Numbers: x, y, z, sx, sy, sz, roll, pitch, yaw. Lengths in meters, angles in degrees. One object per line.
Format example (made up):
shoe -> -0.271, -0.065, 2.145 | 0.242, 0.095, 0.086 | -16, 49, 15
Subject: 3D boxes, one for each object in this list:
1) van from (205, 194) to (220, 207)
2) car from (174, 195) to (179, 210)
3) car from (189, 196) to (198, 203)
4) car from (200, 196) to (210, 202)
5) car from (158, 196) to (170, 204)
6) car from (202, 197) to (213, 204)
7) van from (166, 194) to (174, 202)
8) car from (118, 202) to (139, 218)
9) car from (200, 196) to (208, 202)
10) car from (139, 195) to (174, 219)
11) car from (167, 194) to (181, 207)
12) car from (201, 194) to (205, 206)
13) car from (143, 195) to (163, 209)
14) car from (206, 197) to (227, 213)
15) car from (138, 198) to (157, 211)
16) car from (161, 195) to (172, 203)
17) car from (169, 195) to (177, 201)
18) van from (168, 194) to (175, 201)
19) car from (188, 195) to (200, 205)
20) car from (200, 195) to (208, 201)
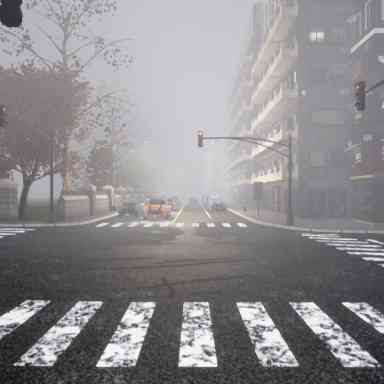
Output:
van -> 2.846, 1.365, 42.092 | 1.690, 1.788, 3.998 | 0, 0, 0
car -> -2.954, 1.525, 39.958 | 1.837, 1.490, 4.892 | 0, 0, 0
car -> 0.326, 1.594, 71.156 | 1.812, 1.442, 4.674 | 0, 0, 0
car -> 2.968, 1.628, 75.873 | 2.008, 1.369, 4.403 | 0, 0, 0
car -> -5.453, 1.497, 64.644 | 1.967, 1.590, 4.097 | 0, 0, 0
car -> 2.927, 1.602, 64.612 | 1.887, 1.381, 4.507 | 0, 0, 0
van -> -5.392, 1.431, 81.534 | 1.690, 1.788, 3.998 | 0, 0, 0
car -> -5.575, 1.579, 30.862 | 1.947, 1.339, 4.313 | 0, 0, 0
car -> 2.988, 1.634, 81.503 | 1.887, 1.381, 4.507 | 0, 0, 0
car -> -2.995, 1.364, 29.107 | 2.097, 1.767, 4.553 | 0, 0, 0
car -> -2.892, 1.394, 53.151 | 2.097, 1.767, 4.553 | 0, 0, 0
car -> 2.887, 1.479, 53.352 | 1.967, 1.590, 4.097 | 0, 0, 0
car -> -5.514, 1.346, 47.753 | 2.192, 1.841, 5.009 | 0, 0, 0
car -> 2.825, 1.563, 36.461 | 1.887, 1.381, 4.507 | 0, 0, 0
car -> -5.535, 1.549, 41.953 | 1.752, 1.417, 4.829 | 0, 0, 0
car -> -5.432, 1.507, 70.273 | 1.967, 1.590, 4.097 | 0, 0, 0
car -> -5.351, 1.668, 92.792 | 2.008, 1.369, 4.403 | 0, 0, 0
van -> -5.371, 1.444, 87.163 | 1.690, 1.788, 3.998 | 0, 0, 0
car -> 0.326, 1.615, 61.172 | 1.994, 1.385, 4.181 | 0, 0, 0
car -> 3.009, 1.543, 87.132 | 1.967, 1.590, 4.097 | 0, 0, 0
